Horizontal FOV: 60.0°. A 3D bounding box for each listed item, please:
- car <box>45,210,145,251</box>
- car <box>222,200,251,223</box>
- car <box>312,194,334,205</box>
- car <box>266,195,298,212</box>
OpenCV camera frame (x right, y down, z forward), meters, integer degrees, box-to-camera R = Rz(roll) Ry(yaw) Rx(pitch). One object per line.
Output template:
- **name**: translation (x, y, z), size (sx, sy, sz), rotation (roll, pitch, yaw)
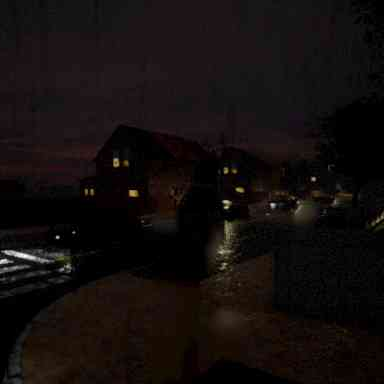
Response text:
- **car**: translation (-3.892, 1.455, 13.943), size (1.994, 1.385, 4.181), rotation (1, 2, 33)
- **car**: translation (2.484, 1.281, 23.178), size (1.994, 1.385, 4.181), rotation (1, 2, 35)
- **car**: translation (17.472, 0.937, 44.246), size (1.895, 1.301, 4.718), rotation (1, 2, 35)
- **car**: translation (8.730, 1.046, 32.003), size (2.128, 1.511, 4.902), rotation (1, 2, 36)
